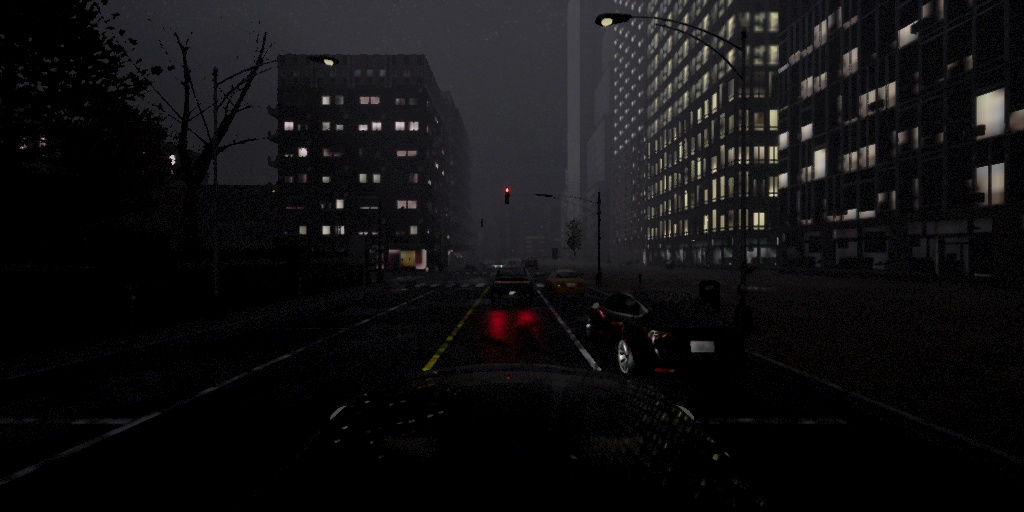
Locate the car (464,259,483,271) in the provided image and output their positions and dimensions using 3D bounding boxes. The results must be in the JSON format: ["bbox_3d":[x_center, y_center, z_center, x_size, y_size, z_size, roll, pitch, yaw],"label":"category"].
[{"bbox_3d":[-5.691,1.326,50.805,2.007,1.370,4.403,0,0,0],"label":"car"}]

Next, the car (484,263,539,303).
[{"bbox_3d":[0.000,1.246,16.501,2.128,1.511,4.902,0,0,0],"label":"car"}]

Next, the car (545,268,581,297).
[{"bbox_3d":[2.689,1.276,18.563,1.751,1.417,4.829,0,0,0],"label":"car"}]

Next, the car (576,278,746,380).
[{"bbox_3d":[2.688,1.313,7.128,1.948,1.339,4.313,0,0,0],"label":"car"}]

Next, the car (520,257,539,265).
[{"bbox_3d":[2.689,1.090,50.805,2.192,1.841,5.009,0,0,0],"label":"car"}]
